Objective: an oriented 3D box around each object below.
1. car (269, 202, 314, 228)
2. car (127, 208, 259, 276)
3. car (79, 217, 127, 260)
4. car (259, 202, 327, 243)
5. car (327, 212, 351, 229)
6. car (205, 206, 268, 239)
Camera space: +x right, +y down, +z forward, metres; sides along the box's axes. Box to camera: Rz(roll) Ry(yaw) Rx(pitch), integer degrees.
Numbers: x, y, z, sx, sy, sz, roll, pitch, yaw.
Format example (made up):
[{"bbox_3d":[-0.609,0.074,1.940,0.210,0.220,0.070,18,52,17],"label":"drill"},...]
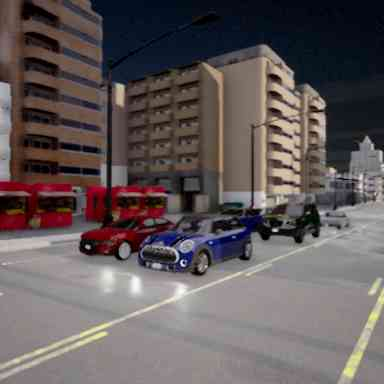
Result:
[{"bbox_3d":[9.063,1.956,29.881,2.150,2.045,5.566,0,-2,35],"label":"car"},{"bbox_3d":[0.290,1.568,11.337,2.097,1.767,4.553,0,-1,35],"label":"car"},{"bbox_3d":[-2.288,1.720,13.786,1.882,1.535,5.008,0,-1,33],"label":"car"},{"bbox_3d":[5.806,1.661,19.166,2.150,2.045,5.566,0,-2,35],"label":"car"},{"bbox_3d":[11.696,2.308,27.534,1.895,1.301,4.718,0,-2,36],"label":"car"},{"bbox_3d":[2.936,1.809,21.182,2.097,1.767,4.553,0,-2,35],"label":"car"}]
